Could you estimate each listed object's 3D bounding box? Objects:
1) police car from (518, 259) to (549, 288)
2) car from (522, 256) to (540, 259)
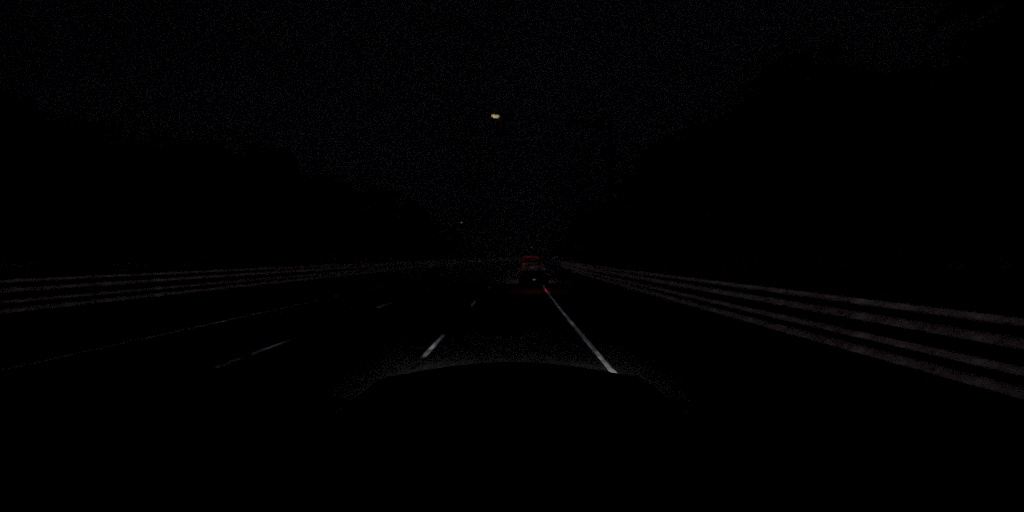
[{"bbox_3d":[1.407,1.201,24.182,1.930,1.638,5.238,0,0,2],"label":"police car"},{"bbox_3d":[1.818,1.010,33.940,2.150,2.045,5.566,0,0,3],"label":"car"}]
